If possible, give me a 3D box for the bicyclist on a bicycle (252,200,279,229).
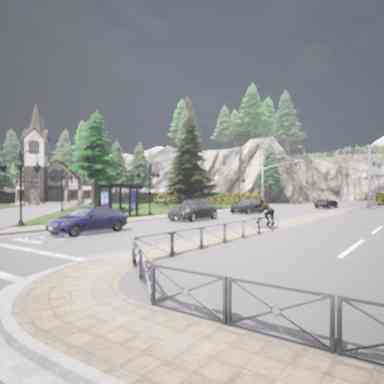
[{"bbox_3d":[4.214,1.305,19.169,1.656,1.620,0.582,0,0,35],"label":"bicyclist on a bicycle"}]

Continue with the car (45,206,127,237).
[{"bbox_3d":[-5.601,1.520,18.198,1.812,1.442,4.674,0,0,35],"label":"car"}]

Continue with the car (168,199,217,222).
[{"bbox_3d":[0.099,1.346,26.331,2.097,1.767,4.553,0,0,35],"label":"car"}]

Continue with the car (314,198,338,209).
[{"bbox_3d":[18.249,1.492,45.099,2.128,1.511,4.902,0,0,42],"label":"car"}]

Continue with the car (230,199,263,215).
[{"bbox_3d":[5.747,1.472,34.374,1.882,1.535,5.008,0,0,35],"label":"car"}]
